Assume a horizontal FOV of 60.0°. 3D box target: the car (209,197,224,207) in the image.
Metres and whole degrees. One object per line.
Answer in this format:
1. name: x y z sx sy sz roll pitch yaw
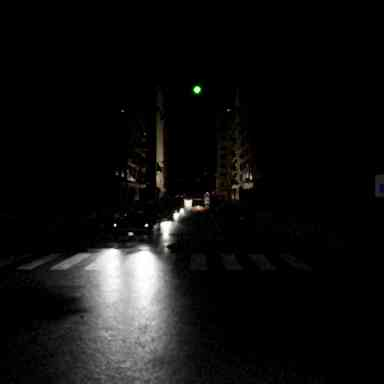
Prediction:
1. car: 3.228 1.536 37.787 1.947 1.339 4.313 0 0 1

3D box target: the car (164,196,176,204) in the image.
1. car: -4.230 1.521 65.499 2.008 1.369 4.403 0 0 1

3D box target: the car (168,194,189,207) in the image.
1. car: -2.018 1.459 47.270 2.128 1.511 4.902 0 0 2

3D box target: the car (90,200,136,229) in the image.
1. car: -5.133 1.426 21.423 1.967 1.590 4.097 0 0 1

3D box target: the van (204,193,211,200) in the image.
1. van: 4.358 1.314 92.884 1.690 1.788 3.998 0 0 1

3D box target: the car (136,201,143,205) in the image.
1. car: -5.020 1.420 26.932 1.967 1.590 4.097 0 0 1

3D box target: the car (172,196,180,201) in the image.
1. car: -3.891 1.556 82.029 1.802 1.307 4.206 0 0 1

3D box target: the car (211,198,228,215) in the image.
1. car: 3.116 1.555 32.278 1.802 1.307 4.206 0 0 1

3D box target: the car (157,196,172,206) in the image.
1. car: -4.456 1.408 54.480 1.967 1.590 4.097 0 0 1

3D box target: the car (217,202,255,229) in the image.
1. car: 2.890 1.549 21.258 1.947 1.339 4.313 0 0 1

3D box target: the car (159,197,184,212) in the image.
1. car: -2.268 1.535 37.193 1.994 1.385 4.181 0 0 1

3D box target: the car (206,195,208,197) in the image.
1. car: 3.454 1.517 48.806 2.008 1.369 4.403 0 0 1

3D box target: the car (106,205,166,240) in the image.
1. car: -2.699 1.590 17.257 1.895 1.301 4.718 0 0 2

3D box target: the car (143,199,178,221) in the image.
1. car: -2.472 1.543 27.210 1.994 1.385 4.181 0 0 2

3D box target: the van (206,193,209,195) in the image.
1. van: 3.567 1.307 54.316 1.690 1.788 3.998 0 0 1

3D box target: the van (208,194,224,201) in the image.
1. van: 3.341 1.308 43.296 1.690 1.788 3.998 0 0 1

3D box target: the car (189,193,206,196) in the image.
1. car: 1.028 1.459 59.083 2.128 1.511 4.902 0 0 1

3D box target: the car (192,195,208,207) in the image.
1. car: 0.919 1.567 48.754 1.895 1.301 4.718 0 0 1
